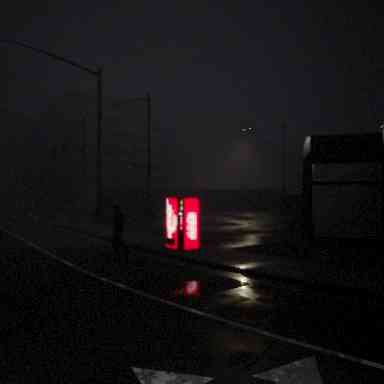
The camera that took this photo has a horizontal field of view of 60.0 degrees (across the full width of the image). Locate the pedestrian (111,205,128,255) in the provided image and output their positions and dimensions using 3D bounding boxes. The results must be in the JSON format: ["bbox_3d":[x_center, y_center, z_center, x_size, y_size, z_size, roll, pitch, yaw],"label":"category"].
[{"bbox_3d":[-2.591,1.279,11.706,0.375,1.860,0.375,0,0,-39],"label":"pedestrian"}]

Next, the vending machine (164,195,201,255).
[{"bbox_3d":[-0.353,1.183,12.566,1.100,2.100,0.880,0,0,-40],"label":"vending machine"}]
